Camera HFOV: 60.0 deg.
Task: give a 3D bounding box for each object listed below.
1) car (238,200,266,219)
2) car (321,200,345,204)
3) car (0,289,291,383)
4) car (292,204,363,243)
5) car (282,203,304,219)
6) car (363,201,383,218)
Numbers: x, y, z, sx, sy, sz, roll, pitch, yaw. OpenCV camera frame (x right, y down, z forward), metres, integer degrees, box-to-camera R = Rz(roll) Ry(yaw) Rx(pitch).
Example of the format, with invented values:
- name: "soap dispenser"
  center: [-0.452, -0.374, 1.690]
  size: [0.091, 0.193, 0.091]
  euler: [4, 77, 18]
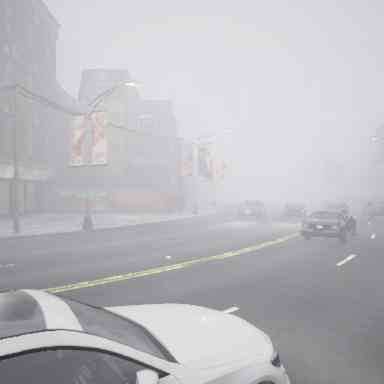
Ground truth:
- name: "car"
  center: [5.321, 1.473, 29.152]
  size: [2.128, 1.511, 4.902]
  euler: [0, 0, 20]
- name: "car"
  center: [13.197, 1.461, 30.986]
  size: [1.882, 1.535, 5.008]
  euler: [0, 0, 14]
- name: "car"
  center: [-1.258, 1.523, 2.429]
  size: [4.674, 1.442, 1.812]
  euler: [0, 0, -37]
- name: "car"
  center: [6.825, 1.539, 16.355]
  size: [2.033, 1.411, 5.357]
  euler: [0, 0, 33]
- name: "car"
  center: [8.707, 1.583, 28.188]
  size: [1.895, 1.301, 4.718]
  euler: [0, 0, 19]
- name: "car"
  center: [16.466, 1.534, 29.591]
  size: [2.033, 1.411, 5.357]
  euler: [0, 0, 15]
